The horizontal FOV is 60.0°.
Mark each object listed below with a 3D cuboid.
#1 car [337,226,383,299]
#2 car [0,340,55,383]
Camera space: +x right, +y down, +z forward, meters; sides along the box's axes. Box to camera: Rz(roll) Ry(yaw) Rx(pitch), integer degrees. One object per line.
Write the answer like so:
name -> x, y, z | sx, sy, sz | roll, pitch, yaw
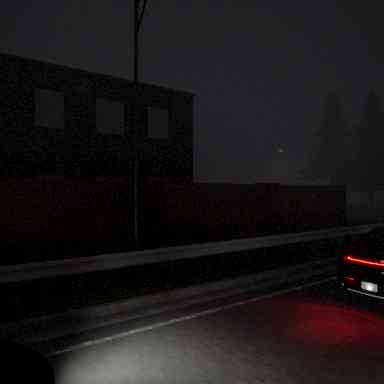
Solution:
car -> 5.266, 1.505, 7.548 | 4.892, 1.490, 1.837 | 0, 0, -35
car -> -3.101, 1.526, 1.536 | 4.674, 1.442, 1.812 | 0, 0, -35
